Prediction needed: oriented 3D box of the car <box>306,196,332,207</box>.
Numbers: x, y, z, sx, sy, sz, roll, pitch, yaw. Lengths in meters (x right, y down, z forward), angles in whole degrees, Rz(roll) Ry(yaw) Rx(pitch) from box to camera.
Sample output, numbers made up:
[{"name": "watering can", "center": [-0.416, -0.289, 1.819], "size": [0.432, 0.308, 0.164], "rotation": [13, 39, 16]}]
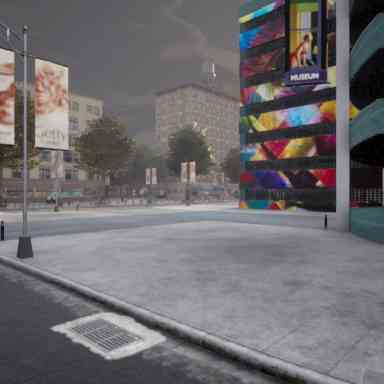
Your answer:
[{"name": "car", "center": [19.561, 1.413, 51.051], "size": [2.161, 1.482, 4.786], "rotation": [0, 0, 43]}]

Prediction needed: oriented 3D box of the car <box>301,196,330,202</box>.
[{"name": "car", "center": [14.246, 1.320, 39.325], "size": [2.002, 1.452, 4.674], "rotation": [0, 0, 43]}]
